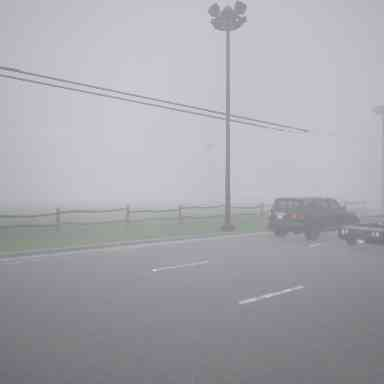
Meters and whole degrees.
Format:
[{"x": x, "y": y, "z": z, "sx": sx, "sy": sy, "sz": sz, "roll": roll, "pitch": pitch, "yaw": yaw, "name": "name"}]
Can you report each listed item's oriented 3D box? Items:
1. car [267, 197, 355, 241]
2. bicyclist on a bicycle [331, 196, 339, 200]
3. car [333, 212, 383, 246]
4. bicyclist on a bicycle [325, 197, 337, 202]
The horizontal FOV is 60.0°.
[{"x": 6.261, "y": 1.256, "z": 16.933, "sx": 5.566, "sy": 2.045, "sz": 2.150, "roll": 0, "pitch": 0, "yaw": -35, "name": "car"}, {"x": 30.108, "y": 1.379, "z": 69.376, "sx": 1.656, "sy": 0.582, "sz": 1.620, "roll": -25, "pitch": -23, "yaw": -24, "name": "bicyclist on a bicycle"}, {"x": 8.293, "y": 1.615, "z": 14.084, "sx": 4.718, "sy": 1.301, "sz": 1.895, "roll": 0, "pitch": 0, "yaw": -35, "name": "car"}, {"x": 29.500, "y": 1.548, "z": 70.740, "sx": 1.656, "sy": 0.582, "sz": 1.620, "roll": 5, "pitch": 7, "yaw": -33, "name": "bicyclist on a bicycle"}]
